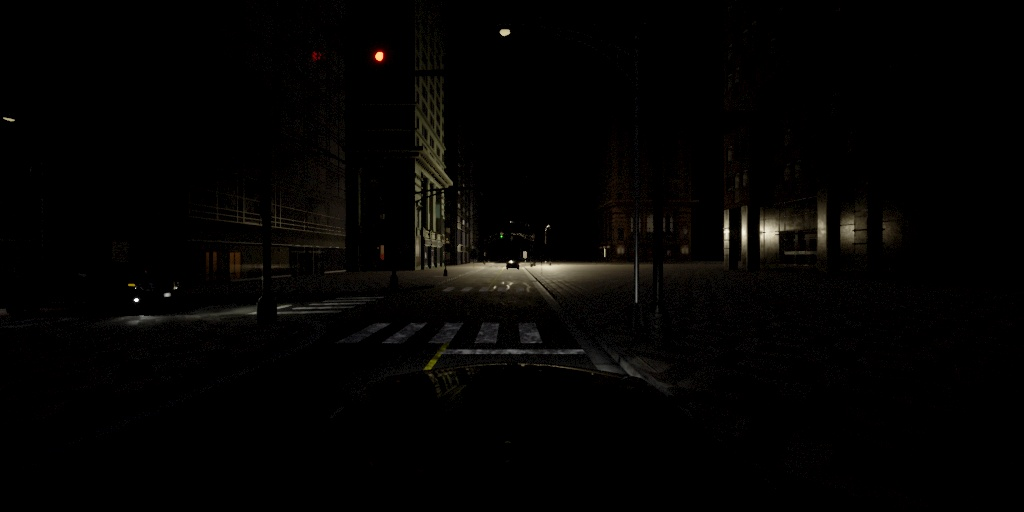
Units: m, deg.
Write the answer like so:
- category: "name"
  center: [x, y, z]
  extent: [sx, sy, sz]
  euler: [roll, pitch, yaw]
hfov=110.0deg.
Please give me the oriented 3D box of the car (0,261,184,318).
- category: "car"
  center: [-16.104, 1.192, 13.855]
  extent: [5.566, 2.045, 2.150]
  euler: [-1, 0, 0]

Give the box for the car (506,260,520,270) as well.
- category: "car"
  center: [0.111, 1.325, 53.476]
  extent: [1.994, 1.385, 4.181]
  euler: [0, 0, 0]
